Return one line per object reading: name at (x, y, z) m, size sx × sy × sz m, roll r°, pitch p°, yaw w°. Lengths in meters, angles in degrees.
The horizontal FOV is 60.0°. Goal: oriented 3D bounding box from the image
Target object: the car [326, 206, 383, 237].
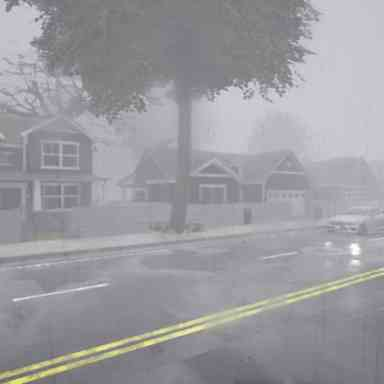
car at (9.329, 1.525, 18.322) m, size 4.674 × 1.442 × 1.812 m, roll 0°, pitch 0°, yaw -35°
